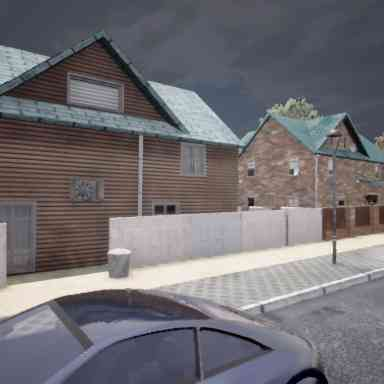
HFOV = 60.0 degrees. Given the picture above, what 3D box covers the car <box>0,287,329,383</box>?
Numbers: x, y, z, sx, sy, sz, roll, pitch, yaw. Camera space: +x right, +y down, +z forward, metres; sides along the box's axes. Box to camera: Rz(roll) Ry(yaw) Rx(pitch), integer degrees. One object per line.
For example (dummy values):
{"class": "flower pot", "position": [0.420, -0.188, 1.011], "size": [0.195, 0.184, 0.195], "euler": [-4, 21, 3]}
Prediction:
{"class": "car", "position": [-0.827, 1.564, 2.482], "size": [4.181, 1.385, 1.994], "euler": [0, 0, -36]}
